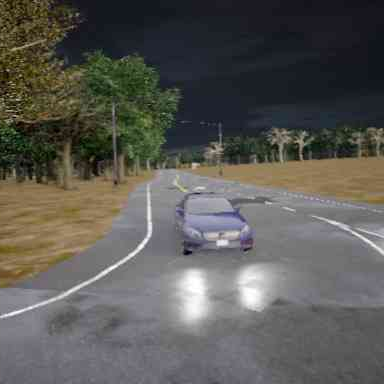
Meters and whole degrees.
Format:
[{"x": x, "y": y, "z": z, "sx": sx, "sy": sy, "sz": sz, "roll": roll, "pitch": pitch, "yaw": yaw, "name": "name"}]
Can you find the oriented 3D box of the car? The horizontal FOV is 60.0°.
[{"x": 0.426, "y": 0.772, "z": 10.369, "sx": 1.812, "sy": 1.442, "sz": 4.674, "roll": -2, "pitch": 5, "yaw": -8, "name": "car"}]
